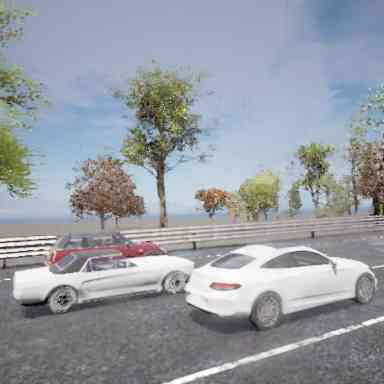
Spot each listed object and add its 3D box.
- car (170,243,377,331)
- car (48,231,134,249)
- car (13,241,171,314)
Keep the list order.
[{"bbox_3d":[2.094,1.888,7.534,4.674,1.442,1.812,0,-4,-28],"label":"car"},{"bbox_3d":[-3.179,2.255,12.628,4.553,1.767,2.097,0,-4,-29],"label":"car"},{"bbox_3d":[-2.236,2.243,9.156,4.718,1.301,1.895,0,-4,-29],"label":"car"}]
